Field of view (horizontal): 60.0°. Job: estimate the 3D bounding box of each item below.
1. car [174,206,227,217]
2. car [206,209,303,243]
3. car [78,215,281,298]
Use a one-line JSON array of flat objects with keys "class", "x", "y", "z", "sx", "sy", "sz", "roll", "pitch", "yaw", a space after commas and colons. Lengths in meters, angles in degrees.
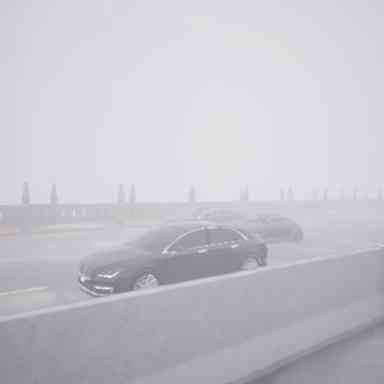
[{"class": "car", "x": 0.681, "y": 1.526, "z": 17.381, "sx": 4.902, "sy": 1.511, "sz": 2.128, "roll": 0, "pitch": 0, "yaw": -36}, {"class": "car", "x": 3.012, "y": 1.599, "z": 14.745, "sx": 4.181, "sy": 1.385, "sz": 1.994, "roll": 0, "pitch": 0, "yaw": -36}, {"class": "car", "x": -0.228, "y": 1.519, "z": 8.132, "sx": 4.892, "sy": 1.490, "sz": 1.837, "roll": 0, "pitch": 0, "yaw": -36}]
